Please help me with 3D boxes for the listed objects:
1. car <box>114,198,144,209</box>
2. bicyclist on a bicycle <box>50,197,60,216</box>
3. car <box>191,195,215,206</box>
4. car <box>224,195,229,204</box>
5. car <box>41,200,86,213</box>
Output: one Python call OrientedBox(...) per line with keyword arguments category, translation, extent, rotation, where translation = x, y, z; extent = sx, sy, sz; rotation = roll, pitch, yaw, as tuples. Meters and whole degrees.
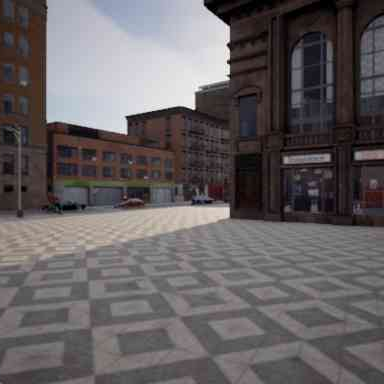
OrientedBox(category="car", translation=(-8.538, 1.502, 45.712), extent=(1.812, 1.442, 4.674), rotation=(0, 0, 36))
OrientedBox(category="bicyclist on a bicycle", translation=(-12.299, 1.301, 29.869), extent=(1.656, 1.620, 0.582), rotation=(0, 0, 36))
OrientedBox(category="car", translation=(1.878, 1.316, 54.700), extent=(2.097, 1.767, 4.553), rotation=(0, 0, 36))
OrientedBox(category="car", translation=(7.879, 1.303, 63.021), extent=(2.097, 1.767, 4.553), rotation=(0, 0, 36))
OrientedBox(category="car", translation=(-14.439, 1.588, 37.560), extent=(1.895, 1.301, 4.718), rotation=(0, 0, 36))
